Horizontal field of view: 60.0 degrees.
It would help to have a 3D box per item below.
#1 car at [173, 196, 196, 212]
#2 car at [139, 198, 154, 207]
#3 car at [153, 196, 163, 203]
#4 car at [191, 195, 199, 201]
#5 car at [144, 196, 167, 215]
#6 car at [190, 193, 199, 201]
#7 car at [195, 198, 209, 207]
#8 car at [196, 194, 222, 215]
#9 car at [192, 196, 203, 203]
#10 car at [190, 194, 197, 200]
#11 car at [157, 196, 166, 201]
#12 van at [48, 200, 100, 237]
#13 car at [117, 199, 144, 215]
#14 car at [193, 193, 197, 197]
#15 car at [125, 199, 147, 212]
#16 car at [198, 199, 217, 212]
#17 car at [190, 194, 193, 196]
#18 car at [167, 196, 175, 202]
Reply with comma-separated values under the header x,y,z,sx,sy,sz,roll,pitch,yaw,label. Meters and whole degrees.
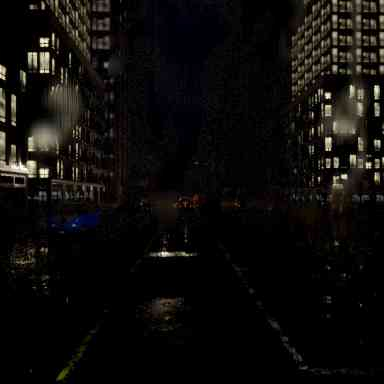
x,y,z,sx,sy,sz,roll,pitch,yaw,label
-0.772,1.549,38.338,2.033,1.411,5.357,0,0,-1,car
-6.853,1.582,50.743,1.802,1.307,4.206,0,0,-1,car
-7.376,1.580,72.894,1.802,1.307,4.206,0,0,-1,car
0.741,1.562,84.168,1.947,1.339,4.313,0,0,-1,car
-3.885,1.506,34.584,1.837,1.490,4.892,0,0,-1,car
0.612,1.310,89.705,2.192,1.841,5.009,0,0,-1,car
1.525,1.566,50.941,1.947,1.339,4.313,0,0,-1,car
1.917,1.316,34.327,2.192,1.841,5.009,0,0,-1,car
1.133,1.549,67.555,2.008,1.369,4.403,0,0,-1,car
0.480,1.434,95.243,1.967,1.590,4.097,0,0,-1,car
-7.637,1.578,83.970,1.802,1.307,4.206,0,0,-1,car
-6.069,1.342,17.516,1.690,1.788,3.998,0,0,-1,van
-6.462,1.567,34.129,1.947,1.339,4.313,0,0,-1,car
1.656,1.316,45.404,2.192,1.841,5.009,0,0,-1,car
-6.593,1.552,39.667,2.008,1.369,4.403,0,0,-1,car
1.785,1.546,39.865,1.887,1.381,4.507,0,0,-1,car
-1.018,1.478,48.659,1.882,1.535,5.008,0,0,-1,car
-4.738,1.496,74.924,2.033,1.411,5.357,0,0,-1,car
